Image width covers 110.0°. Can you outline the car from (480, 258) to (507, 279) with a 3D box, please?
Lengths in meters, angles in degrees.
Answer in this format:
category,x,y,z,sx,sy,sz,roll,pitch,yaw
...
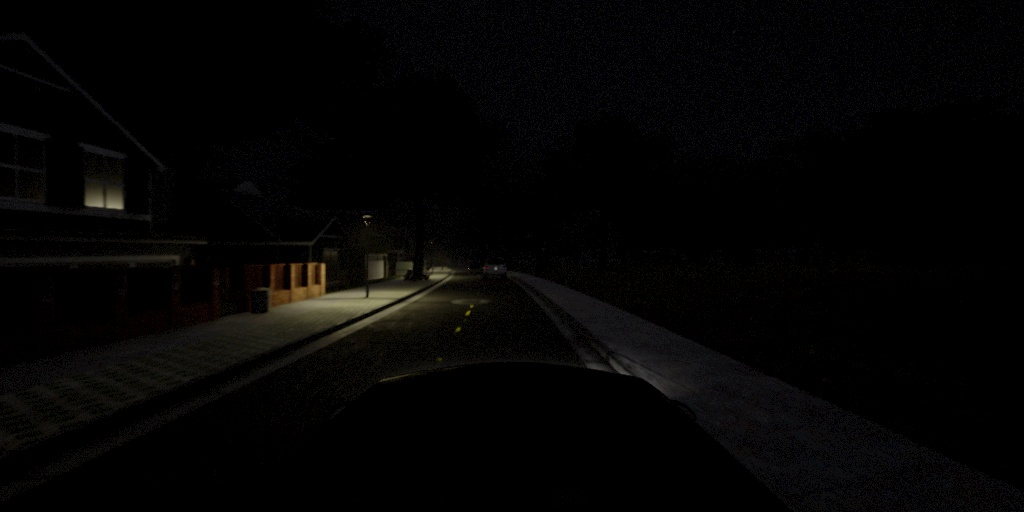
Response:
category,x,y,z,sx,sy,sz,roll,pitch,yaw
car,-1.699,1.229,34.746,2.150,2.045,5.566,0,-1,-6
